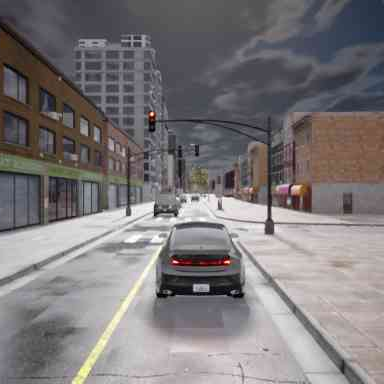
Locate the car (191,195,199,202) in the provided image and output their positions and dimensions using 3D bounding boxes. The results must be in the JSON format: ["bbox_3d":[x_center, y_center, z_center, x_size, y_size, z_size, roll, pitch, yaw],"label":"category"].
[{"bbox_3d":[0.724,1.456,75.097,1.837,1.490,4.892,0,0,1],"label":"car"}]

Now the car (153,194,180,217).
[{"bbox_3d":[-2.417,1.218,31.234,2.150,2.045,5.566,0,0,-2],"label":"car"}]

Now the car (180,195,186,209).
[{"bbox_3d":[-2.408,1.480,46.458,2.128,1.511,4.902,0,0,1],"label":"car"}]

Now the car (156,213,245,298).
[{"bbox_3d":[0.174,1.504,8.485,1.837,1.490,4.892,0,0,0],"label":"car"}]
